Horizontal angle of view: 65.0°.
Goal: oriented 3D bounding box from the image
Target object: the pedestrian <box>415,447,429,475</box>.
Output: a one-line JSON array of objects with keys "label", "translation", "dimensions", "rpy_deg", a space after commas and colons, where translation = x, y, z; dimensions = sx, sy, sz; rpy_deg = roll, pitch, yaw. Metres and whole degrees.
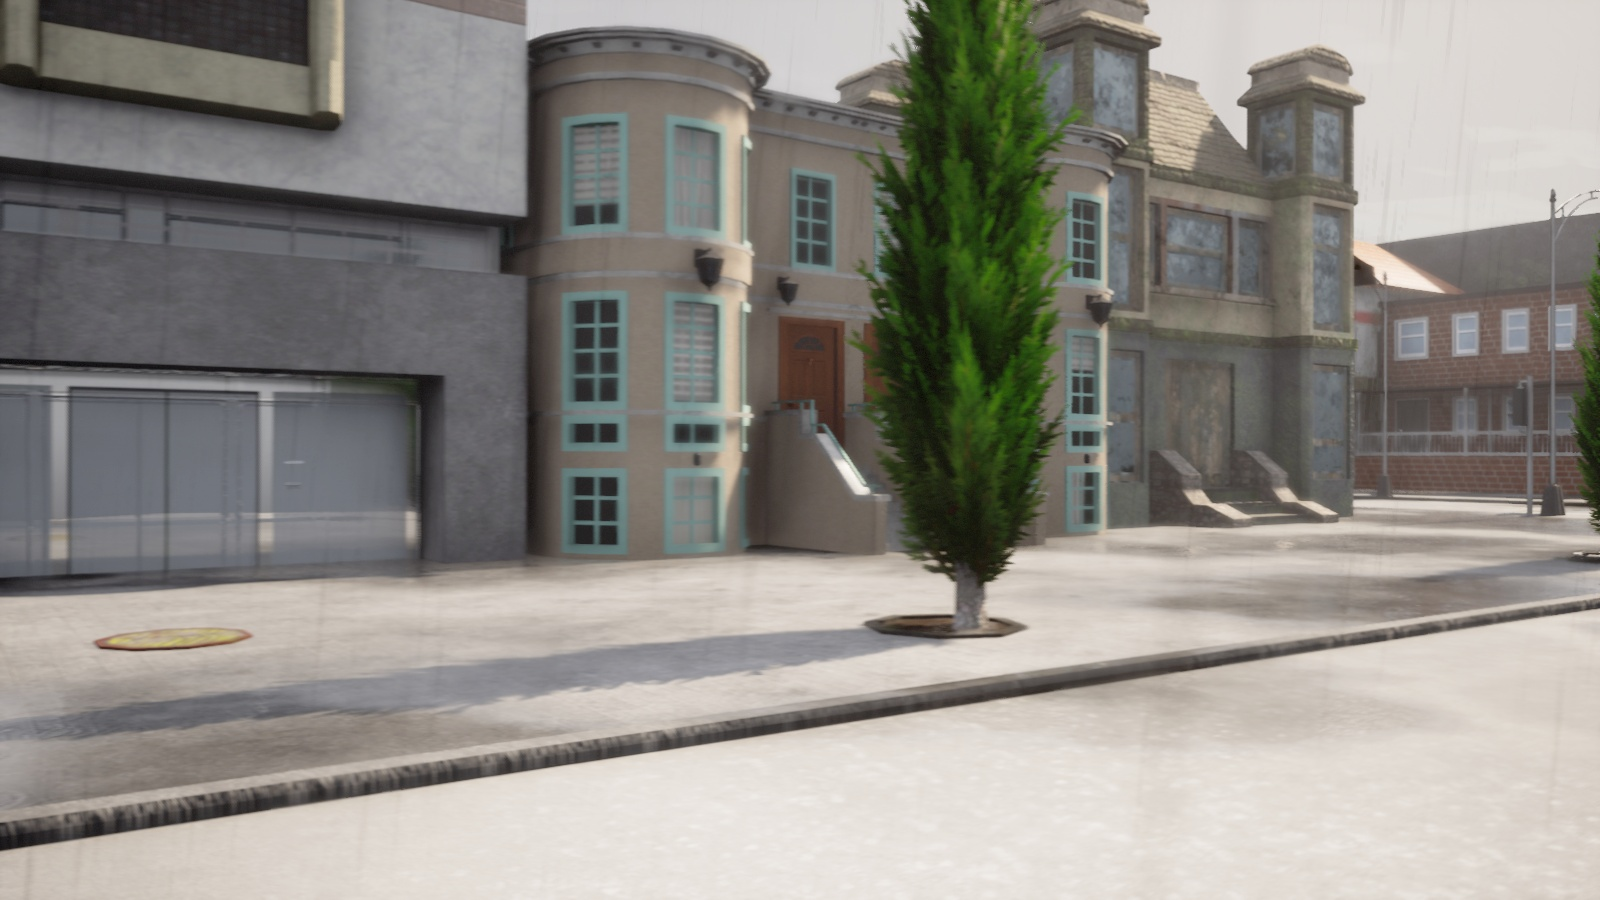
[{"label": "pedestrian", "translation": [-25.035, 0.712, 83.234], "dimensions": [0.634, 1.844, 0.899], "rpy_deg": [0, 0, -36]}]
